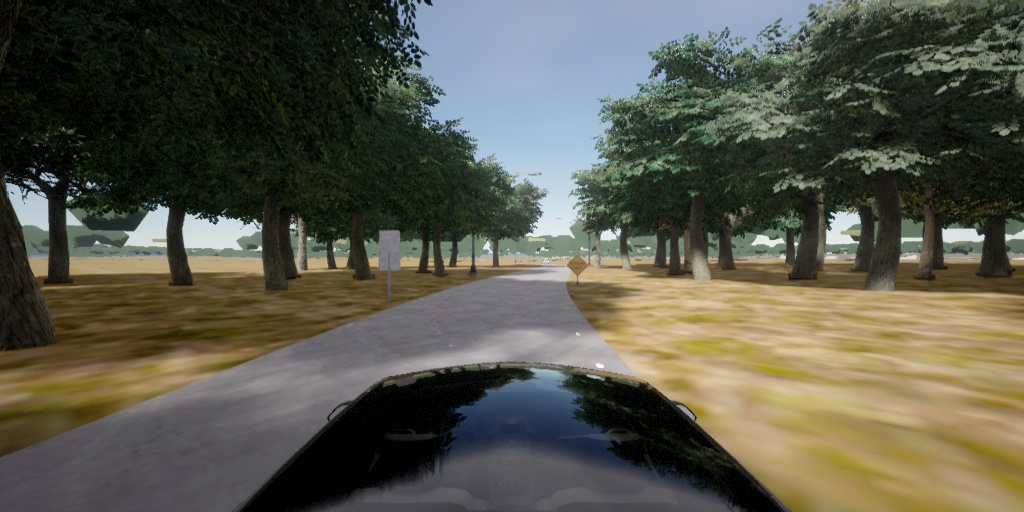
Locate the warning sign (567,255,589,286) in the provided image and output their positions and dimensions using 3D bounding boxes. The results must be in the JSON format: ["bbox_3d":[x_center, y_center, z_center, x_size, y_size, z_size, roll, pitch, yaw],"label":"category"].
[{"bbox_3d":[3.995,0.852,21.891,1.300,1.860,1.060,0,0,8],"label":"warning sign"}]
